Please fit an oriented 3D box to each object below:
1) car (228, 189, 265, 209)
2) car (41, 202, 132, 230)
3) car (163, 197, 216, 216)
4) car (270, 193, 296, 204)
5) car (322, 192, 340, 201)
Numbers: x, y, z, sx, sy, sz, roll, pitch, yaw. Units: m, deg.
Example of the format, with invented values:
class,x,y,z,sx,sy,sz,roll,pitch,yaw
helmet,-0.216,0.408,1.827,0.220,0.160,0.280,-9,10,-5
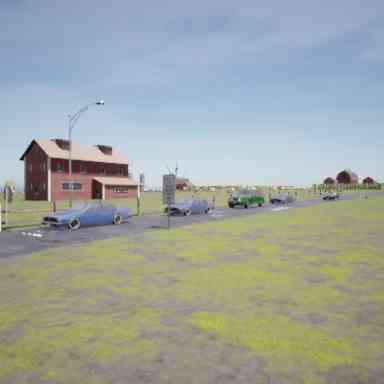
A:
class,x,y,z,sx,sy,sz,roll,pitch,yaw
car,6.050,0.691,36.397,2.150,2.045,5.566,1,1,36
car,-6.061,1.319,19.879,2.033,1.411,5.357,1,1,38
car,-0.054,1.171,28.054,2.033,1.411,5.357,1,1,36
car,12.366,0.855,44.987,2.033,1.411,5.357,1,1,37
car,22.926,0.721,54.550,1.895,1.301,4.718,1,1,36
